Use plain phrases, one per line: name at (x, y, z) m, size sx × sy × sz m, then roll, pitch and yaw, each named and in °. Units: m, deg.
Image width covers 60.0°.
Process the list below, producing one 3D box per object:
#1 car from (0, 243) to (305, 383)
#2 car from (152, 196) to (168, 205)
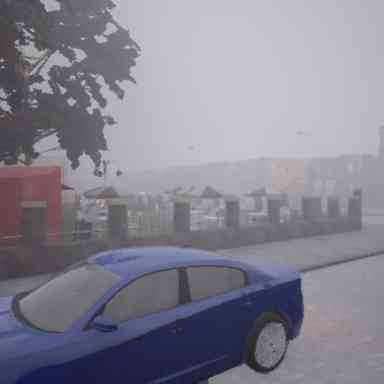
car at (-0.736, 1.467, 4.038) m, size 5.008 × 1.535 × 1.882 m, roll 0°, pitch 0°, yaw -35°
car at (-4.277, 1.328, 46.673) m, size 1.882 × 1.535 × 5.008 m, roll 0°, pitch 0°, yaw -35°
